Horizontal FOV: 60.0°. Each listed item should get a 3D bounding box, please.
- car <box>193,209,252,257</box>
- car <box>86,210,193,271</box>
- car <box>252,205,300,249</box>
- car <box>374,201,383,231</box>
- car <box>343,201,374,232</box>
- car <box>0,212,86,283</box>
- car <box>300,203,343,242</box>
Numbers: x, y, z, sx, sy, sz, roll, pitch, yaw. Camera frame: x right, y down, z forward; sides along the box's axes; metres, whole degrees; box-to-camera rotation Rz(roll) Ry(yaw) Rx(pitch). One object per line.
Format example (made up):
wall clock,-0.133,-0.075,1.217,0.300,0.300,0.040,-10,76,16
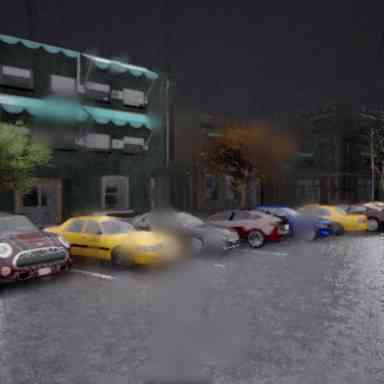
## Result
car,-0.556,1.454,12.710,4.892,1.521,2.231,-1,-1,35
car,-2.806,1.462,10.898,5.366,1.575,1.946,-1,-1,35
car,1.834,1.468,14.438,4.792,1.488,2.163,-1,0,35
car,9.097,1.393,19.575,5.008,1.535,2.097,-1,0,34
car,6.526,1.408,17.955,5.366,1.575,1.946,-1,0,35
car,-5.398,1.357,9.302,4.553,1.767,2.185,-1,-1,35
car,4.267,1.423,16.135,5.008,1.535,2.097,-1,-1,35
